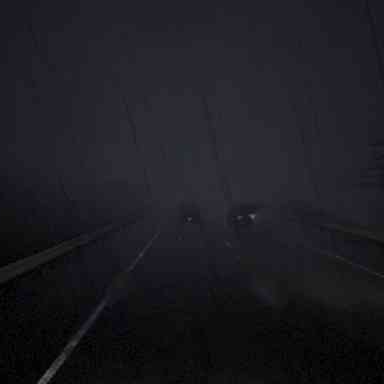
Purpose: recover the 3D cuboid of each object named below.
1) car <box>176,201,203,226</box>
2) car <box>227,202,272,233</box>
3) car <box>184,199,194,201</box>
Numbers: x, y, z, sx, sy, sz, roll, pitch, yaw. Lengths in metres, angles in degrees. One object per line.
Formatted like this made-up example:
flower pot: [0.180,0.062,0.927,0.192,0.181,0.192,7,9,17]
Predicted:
car: [-0.180,1.633,24.551,1.812,1.442,4.674,0,0,-1]
car: [3.370,1.439,20.387,2.097,1.767,4.553,0,0,-1]
car: [-0.393,1.684,41.182,1.837,1.490,4.892,0,0,-1]
